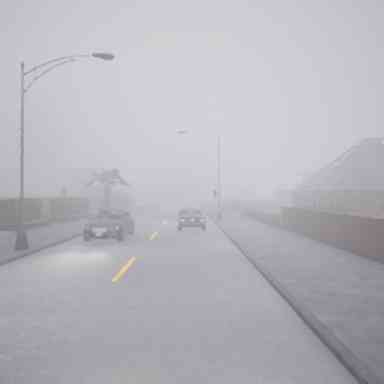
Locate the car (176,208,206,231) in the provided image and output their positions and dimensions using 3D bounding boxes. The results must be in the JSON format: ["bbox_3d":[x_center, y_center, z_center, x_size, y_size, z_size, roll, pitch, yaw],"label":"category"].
[{"bbox_3d":[-0.055,1.769,22.392,2.033,1.411,5.357,0,-1,-2],"label":"car"}]

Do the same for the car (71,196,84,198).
[{"bbox_3d":[-20.204,1.552,57.152,1.905,1.878,3.866,0,-1,35],"label":"car"}]

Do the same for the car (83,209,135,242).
[{"bbox_3d":[-4.199,1.665,17.416,2.128,1.511,4.902,0,-1,0],"label":"car"}]
